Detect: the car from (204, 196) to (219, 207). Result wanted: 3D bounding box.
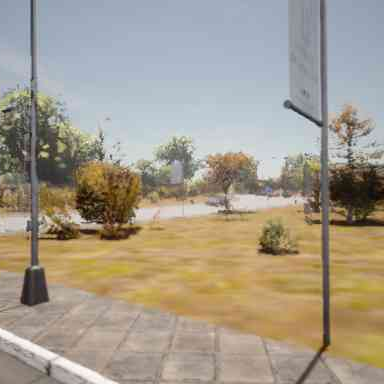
[{"bbox_3d":[3.857,1.397,53.803,2.097,1.767,4.553,-1,1,38],"label":"car"}]

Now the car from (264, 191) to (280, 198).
[{"bbox_3d":[22.233,0.589,91.853,2.097,1.767,4.553,0,1,1],"label":"car"}]

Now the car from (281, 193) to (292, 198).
[{"bbox_3d":[25.704,0.807,91.050,1.895,1.301,4.718,0,1,1],"label":"car"}]
